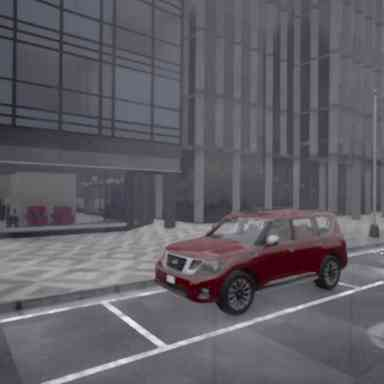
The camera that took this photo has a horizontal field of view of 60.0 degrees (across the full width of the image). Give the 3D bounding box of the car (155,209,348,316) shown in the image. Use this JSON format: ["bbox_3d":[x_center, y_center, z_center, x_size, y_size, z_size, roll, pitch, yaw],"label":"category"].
[{"bbox_3d":[1.643,1.371,7.818,5.009,1.841,2.192,1,0,-35],"label":"car"}]
